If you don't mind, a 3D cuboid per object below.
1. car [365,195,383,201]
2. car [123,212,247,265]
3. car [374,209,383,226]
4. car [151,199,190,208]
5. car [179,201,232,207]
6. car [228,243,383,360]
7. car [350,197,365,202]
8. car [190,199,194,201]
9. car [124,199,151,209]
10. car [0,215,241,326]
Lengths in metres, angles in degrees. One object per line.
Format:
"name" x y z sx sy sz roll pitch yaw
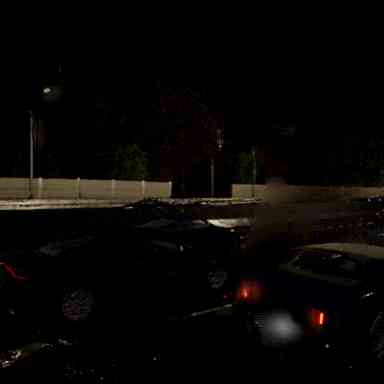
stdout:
"car" 32.256 1.377 56.908 4.553 1.767 2.097 0 0 -35
"car" -0.178 1.553 12.225 4.181 1.385 1.994 0 0 -35
"car" 14.095 1.559 22.374 4.181 1.385 1.994 0 0 -35
"car" -1.153 1.463 33.249 4.902 1.511 2.128 0 0 -35
"car" 1.640 1.580 26.648 4.718 1.301 1.895 0 0 -35
"car" 3.089 1.598 5.956 4.718 1.301 1.895 0 0 -35
"car" 30.052 1.575 59.629 4.181 1.385 1.994 0 0 -35
"car" 2.235 1.540 31.363 4.181 1.385 1.994 0 0 -35
"car" -4.718 1.472 35.009 4.892 1.490 1.837 0 0 -35
"car" -1.272 1.470 7.148 5.008 1.535 1.882 0 0 -35
